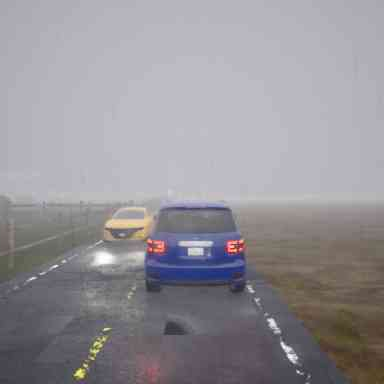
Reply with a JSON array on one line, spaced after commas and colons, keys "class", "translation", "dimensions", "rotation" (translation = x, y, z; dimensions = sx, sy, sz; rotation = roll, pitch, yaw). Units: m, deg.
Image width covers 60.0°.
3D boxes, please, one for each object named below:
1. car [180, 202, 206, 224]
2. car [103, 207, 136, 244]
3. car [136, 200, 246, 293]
[{"class": "car", "translation": [0.067, 1.543, 26.162], "dimensions": [1.812, 1.442, 4.674], "rotation": [0, 0, 0]}, {"class": "car", "translation": [-2.865, 1.486, 16.151], "dimensions": [1.882, 1.535, 5.008], "rotation": [0, 0, 0]}, {"class": "car", "translation": [0.077, 1.226, 9.021], "dimensions": [2.150, 2.045, 5.566], "rotation": [0, 0, 0]}]
